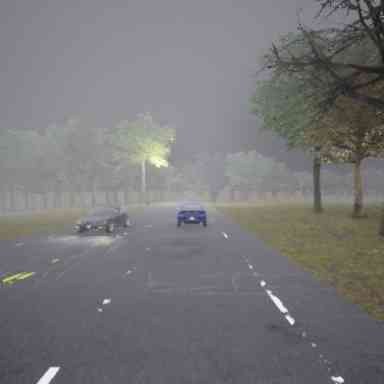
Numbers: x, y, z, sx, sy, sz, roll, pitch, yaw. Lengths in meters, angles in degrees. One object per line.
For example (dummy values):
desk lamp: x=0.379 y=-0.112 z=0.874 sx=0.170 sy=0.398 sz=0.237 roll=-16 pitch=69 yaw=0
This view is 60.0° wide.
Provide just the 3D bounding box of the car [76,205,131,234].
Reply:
car: x=-5.035 y=1.537 z=19.554 sx=1.837 sy=1.490 sz=4.892 roll=0 pitch=0 yaw=7

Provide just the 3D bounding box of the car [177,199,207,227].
car: x=0.000 y=1.515 z=23.350 sx=1.882 sy=1.535 sz=5.008 roll=0 pitch=0 yaw=0
